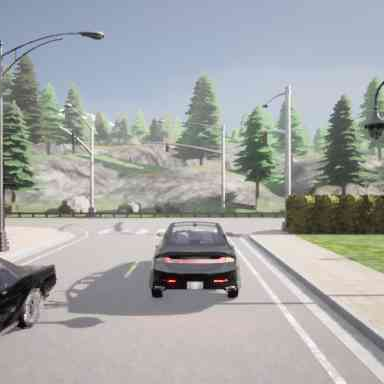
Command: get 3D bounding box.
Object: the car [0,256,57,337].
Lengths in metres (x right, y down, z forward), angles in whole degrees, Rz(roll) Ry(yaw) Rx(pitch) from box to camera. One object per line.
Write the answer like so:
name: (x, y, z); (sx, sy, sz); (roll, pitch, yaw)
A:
car: (-3.560, 1.600, 4.217); (1.895, 1.301, 4.718); (0, 0, 1)

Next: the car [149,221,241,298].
car: (0.074, 1.491, 8.493); (2.128, 1.511, 4.902); (0, 0, 0)
